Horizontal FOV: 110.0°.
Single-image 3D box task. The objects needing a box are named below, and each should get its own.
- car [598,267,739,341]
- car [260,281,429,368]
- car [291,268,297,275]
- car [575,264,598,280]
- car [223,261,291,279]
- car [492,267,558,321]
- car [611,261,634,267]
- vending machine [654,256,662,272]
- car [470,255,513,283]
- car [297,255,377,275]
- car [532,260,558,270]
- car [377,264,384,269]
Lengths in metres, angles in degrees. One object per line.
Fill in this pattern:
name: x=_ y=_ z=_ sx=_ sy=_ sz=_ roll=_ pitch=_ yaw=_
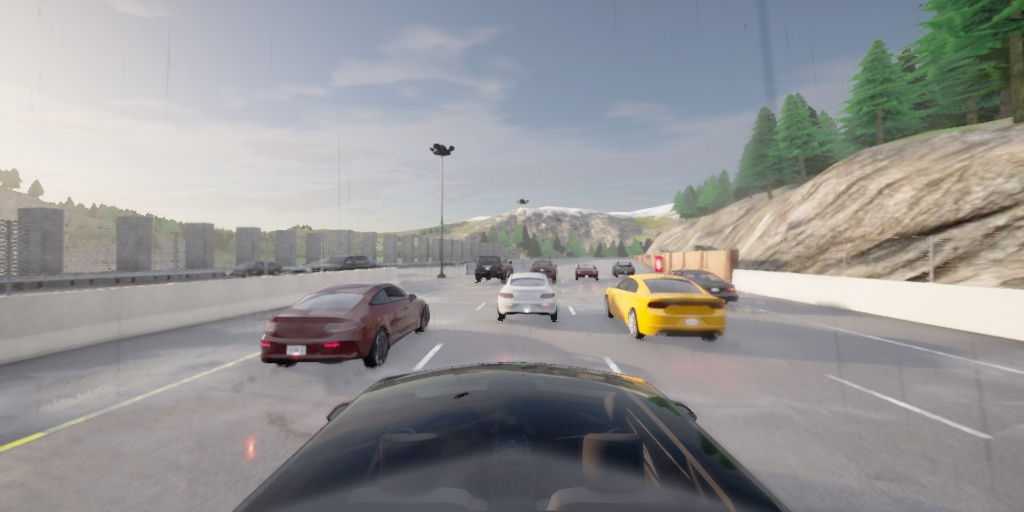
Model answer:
car: x=3.926 y=1.235 z=10.035 sx=1.882 sy=1.535 sz=5.008 roll=0 pitch=0 yaw=3
car: x=-3.200 y=1.266 z=7.757 sx=1.812 sy=1.442 sz=4.674 roll=0 pitch=0 yaw=2
car: x=-18.160 y=1.246 z=33.819 sx=2.033 sy=1.411 sz=5.357 roll=0 pitch=0 yaw=10
car: x=6.450 y=1.358 z=31.174 sx=1.895 sy=1.301 sz=4.718 roll=0 pitch=0 yaw=10
car: x=-22.159 y=1.181 z=30.909 sx=2.128 sy=1.511 sz=4.902 roll=0 pitch=0 yaw=9
car: x=0.569 y=1.274 z=12.365 sx=1.812 sy=1.442 sz=4.674 roll=0 pitch=0 yaw=4
car: x=10.717 y=1.258 z=34.594 sx=2.128 sy=1.511 sz=4.902 roll=0 pitch=0 yaw=12
vending machine: x=18.241 y=0.976 z=44.839 sx=1.100 sy=2.100 sz=0.880 roll=0 pitch=0 yaw=16
car: x=-1.283 y=0.961 z=27.433 sx=2.150 sy=2.045 sz=5.566 roll=0 pitch=0 yaw=9
car: x=-12.335 y=0.937 z=25.883 sx=2.150 sy=2.045 sz=5.566 roll=0 pitch=0 yaw=8
car: x=2.675 y=1.101 z=29.768 sx=2.097 sy=1.767 sz=4.553 roll=0 pitch=0 yaw=10
car: x=-14.429 y=1.254 z=34.798 sx=2.033 sy=1.411 sz=5.357 roll=0 pitch=0 yaw=11
